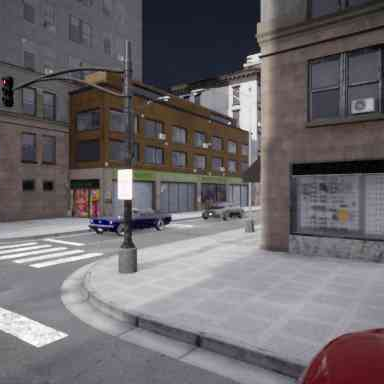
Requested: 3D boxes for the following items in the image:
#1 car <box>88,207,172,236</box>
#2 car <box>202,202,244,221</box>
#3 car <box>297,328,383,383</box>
[{"bbox_3d":[-3.257,1.535,18.172,1.895,1.301,4.718,0,0,35],"label":"car"},{"bbox_3d":[2.514,1.456,26.370,1.994,1.385,4.181,0,0,35],"label":"car"},{"bbox_3d":[2.732,1.315,0.876,5.009,1.841,2.192,0,0,35],"label":"car"}]
